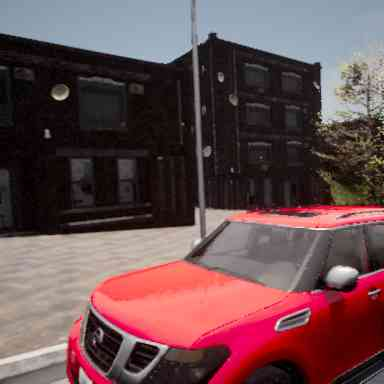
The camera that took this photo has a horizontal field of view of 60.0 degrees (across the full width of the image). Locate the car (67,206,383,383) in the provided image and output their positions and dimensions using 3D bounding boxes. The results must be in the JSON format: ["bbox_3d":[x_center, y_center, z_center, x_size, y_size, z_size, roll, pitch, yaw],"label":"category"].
[{"bbox_3d":[1.373,1.243,4.358,5.566,2.045,2.150,0,0,-36],"label":"car"}]
